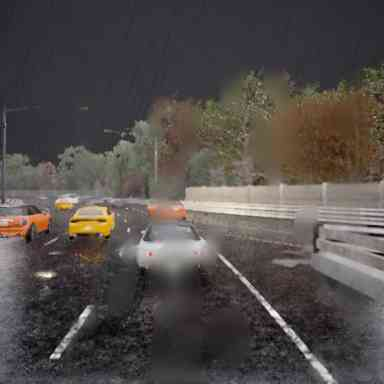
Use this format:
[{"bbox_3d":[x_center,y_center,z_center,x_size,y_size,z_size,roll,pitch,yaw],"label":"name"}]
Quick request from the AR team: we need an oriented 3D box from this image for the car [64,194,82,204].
[{"bbox_3d":[-22.142,1.414,59.993,2.150,2.045,5.566,0,0,-33],"label":"car"}]

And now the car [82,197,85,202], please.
[{"bbox_3d":[-20.297,1.695,63.253,2.128,1.511,4.902,0,0,-34],"label":"car"}]

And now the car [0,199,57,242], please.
[{"bbox_3d":[-8.604,1.407,16.773,2.097,1.767,4.553,0,0,-10],"label":"car"}]

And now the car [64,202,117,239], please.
[{"bbox_3d":[-5.223,1.534,17.740,1.882,1.535,5.008,0,0,-10],"label":"car"}]

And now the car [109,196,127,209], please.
[{"bbox_3d":[-10.615,1.639,46.426,2.128,1.511,4.902,0,0,-24],"label":"car"}]

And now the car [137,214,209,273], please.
[{"bbox_3d":[-0.704,1.635,10.809,1.895,1.301,4.718,0,0,-6],"label":"car"}]

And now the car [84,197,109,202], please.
[{"bbox_3d":[-11.203,1.629,38.886,1.837,1.490,4.892,0,0,-22],"label":"car"}]

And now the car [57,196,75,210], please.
[{"bbox_3d":[-16.274,1.613,41.993,1.882,1.535,5.008,0,0,-24],"label":"car"}]

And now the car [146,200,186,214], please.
[{"bbox_3d":[-2.339,1.443,28.498,2.097,1.767,4.553,0,0,-29],"label":"car"}]
